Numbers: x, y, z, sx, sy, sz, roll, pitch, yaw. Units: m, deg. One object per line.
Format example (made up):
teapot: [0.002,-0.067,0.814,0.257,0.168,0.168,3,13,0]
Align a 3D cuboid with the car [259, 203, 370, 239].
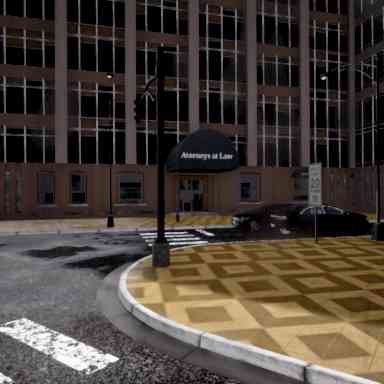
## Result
car: [6.075,1.309,15.896,4.902,1.511,2.128,0,0,-14]

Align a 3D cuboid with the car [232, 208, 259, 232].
car: [4.526,1.363,18.448,4.674,1.442,1.812,0,0,-14]
